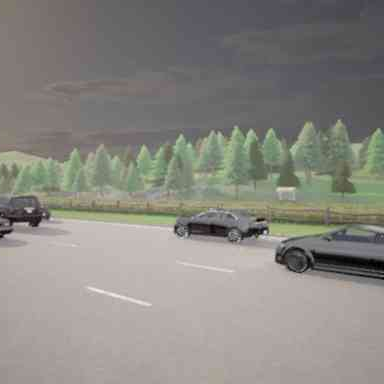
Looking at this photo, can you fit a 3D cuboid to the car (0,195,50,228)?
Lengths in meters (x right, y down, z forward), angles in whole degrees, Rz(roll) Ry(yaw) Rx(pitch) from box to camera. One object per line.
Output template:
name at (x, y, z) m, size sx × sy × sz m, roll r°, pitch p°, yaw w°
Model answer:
car at (-11.813, 1.229, 21.340) m, size 5.566 × 2.045 × 2.150 m, roll 0°, pitch 0°, yaw 36°

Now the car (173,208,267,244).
car at (1.272, 1.549, 16.090) m, size 4.902 × 1.511 × 2.128 m, roll 0°, pitch 0°, yaw 36°

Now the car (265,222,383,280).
car at (4.516, 1.617, 9.375) m, size 4.181 × 1.385 × 1.994 m, roll 0°, pitch 0°, yaw 36°

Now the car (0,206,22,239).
car at (-10.843, 1.545, 16.291) m, size 5.357 × 1.411 × 2.033 m, roll 0°, pitch 0°, yaw 36°
